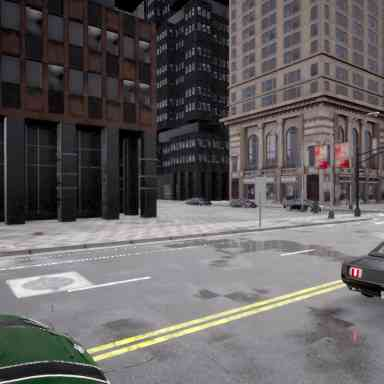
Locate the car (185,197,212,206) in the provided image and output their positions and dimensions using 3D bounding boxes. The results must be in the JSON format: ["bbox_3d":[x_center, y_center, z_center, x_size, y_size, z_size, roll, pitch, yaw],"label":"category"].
[{"bbox_3d":[1.009,1.596,54.836,2.033,1.411,5.357,0,0,-36],"label":"car"}]

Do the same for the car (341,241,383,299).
[{"bbox_3d":[5.383,1.600,7.284,4.718,1.301,1.895,0,0,-35],"label":"car"}]

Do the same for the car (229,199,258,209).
[{"bbox_3d":[7.075,1.600,46.244,1.994,1.385,4.181,0,0,-36],"label":"car"}]

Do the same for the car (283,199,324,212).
[{"bbox_3d":[12.744,1.517,38.244,2.128,1.511,4.902,0,0,-35],"label":"car"}]

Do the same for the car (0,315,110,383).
[{"bbox_3d":[-2.605,1.352,1.579,4.553,1.767,2.097,0,0,-36],"label":"car"}]
